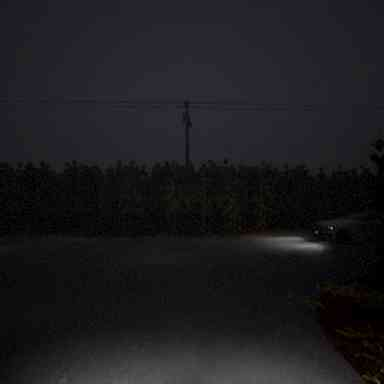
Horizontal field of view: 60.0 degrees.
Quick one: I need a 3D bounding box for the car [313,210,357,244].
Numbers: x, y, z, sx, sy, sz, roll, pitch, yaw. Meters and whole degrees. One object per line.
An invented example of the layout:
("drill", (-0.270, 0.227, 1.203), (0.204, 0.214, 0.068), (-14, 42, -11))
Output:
("car", (7.949, 1.521, 15.118), (4.674, 1.442, 1.812), (0, 0, -4))
